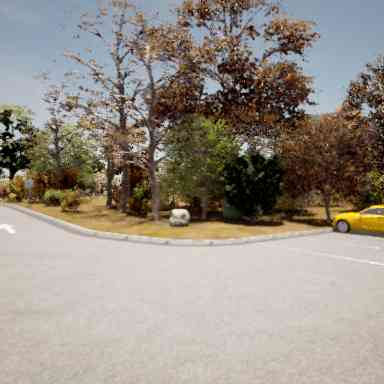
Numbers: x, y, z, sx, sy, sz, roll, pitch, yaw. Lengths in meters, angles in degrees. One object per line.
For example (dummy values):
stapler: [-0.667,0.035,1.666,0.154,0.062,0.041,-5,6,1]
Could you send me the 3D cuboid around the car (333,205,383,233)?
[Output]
car: [9.597,1.400,16.661,2.097,1.535,5.008,0,0,-36]
